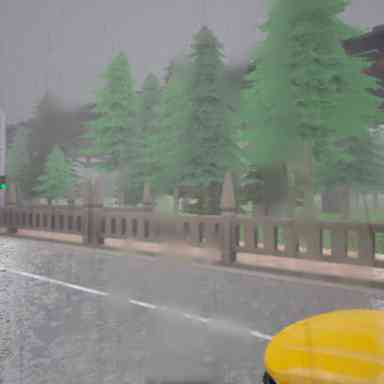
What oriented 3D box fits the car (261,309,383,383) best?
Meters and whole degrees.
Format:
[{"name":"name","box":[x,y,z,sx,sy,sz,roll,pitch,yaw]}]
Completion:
[{"name":"car","box":[2.862,1.468,1.940,5.008,1.535,1.882,0,0,36]}]
